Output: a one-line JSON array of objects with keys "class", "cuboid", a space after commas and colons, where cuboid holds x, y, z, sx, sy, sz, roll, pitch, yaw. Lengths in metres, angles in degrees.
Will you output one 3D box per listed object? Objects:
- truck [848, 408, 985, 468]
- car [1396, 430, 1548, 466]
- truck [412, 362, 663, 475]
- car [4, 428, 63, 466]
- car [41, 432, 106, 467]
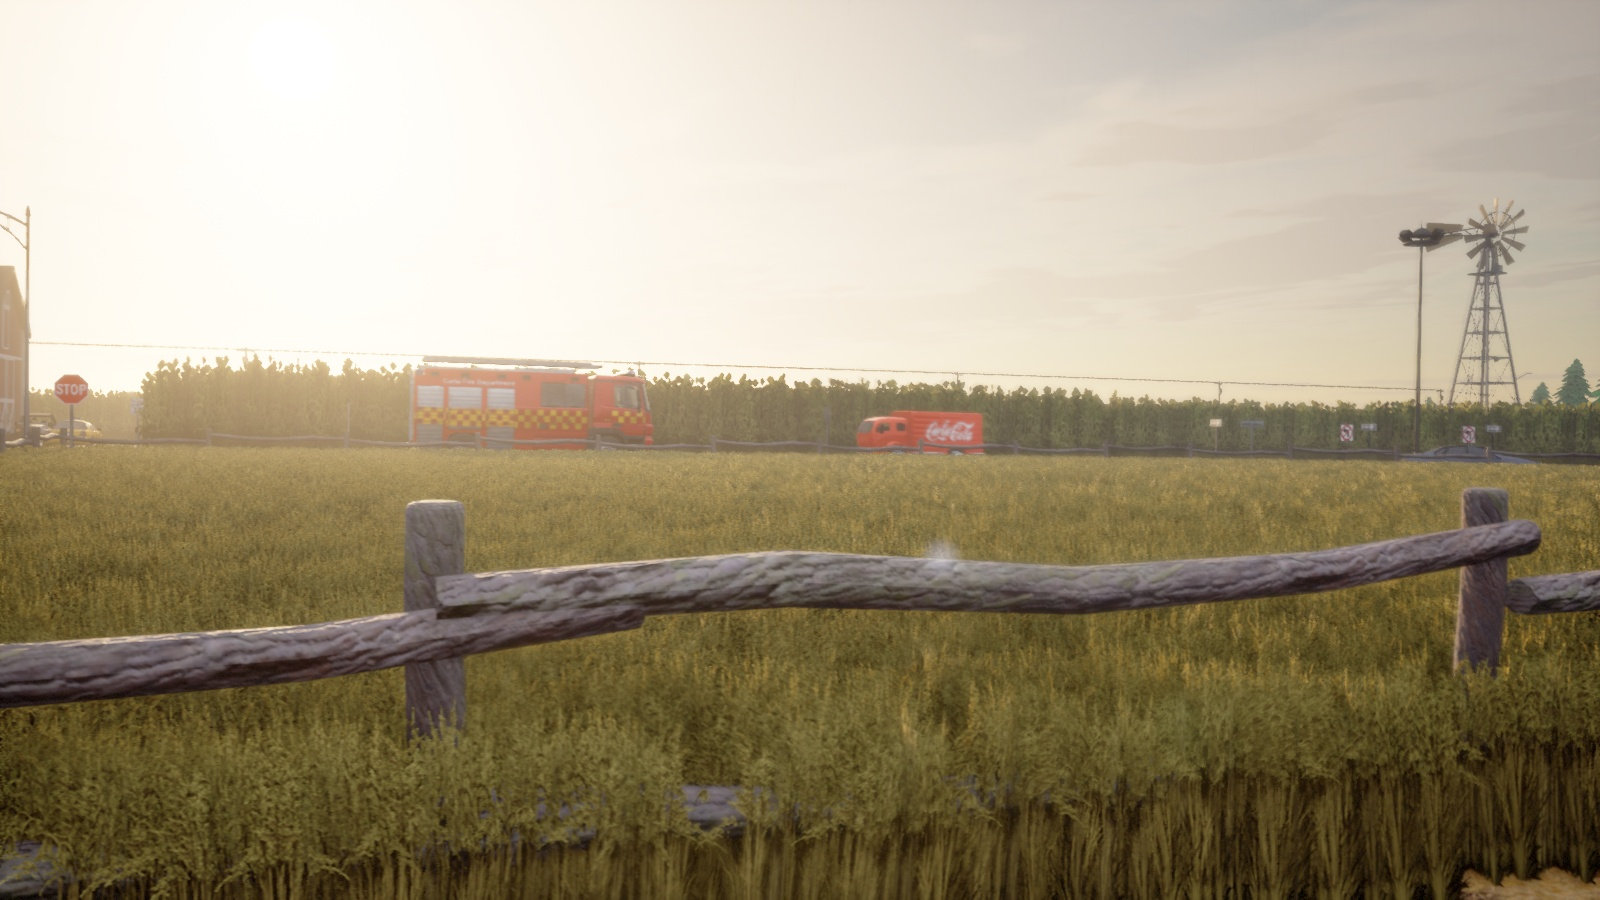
[{"class": "truck", "cuboid": [4.975, -0.525, 53.833, 5.204, 2.467, 2.627, 0, 1, -21]}, {"class": "car", "cuboid": [27.840, -0.090, 52.262, 5.357, 1.411, 2.033, 0, 1, 20]}, {"class": "truck", "cuboid": [-9.423, -1.088, 45.149, 8.468, 3.827, 2.891, 0, 1, -20]}, {"class": "car", "cuboid": [-39.795, -0.147, 65.244, 1.905, 1.878, 3.866, -1, 0, -21]}, {"class": "car", "cuboid": [-34.266, -0.033, 59.378, 1.801, 1.575, 5.366, -1, 0, -21]}]
